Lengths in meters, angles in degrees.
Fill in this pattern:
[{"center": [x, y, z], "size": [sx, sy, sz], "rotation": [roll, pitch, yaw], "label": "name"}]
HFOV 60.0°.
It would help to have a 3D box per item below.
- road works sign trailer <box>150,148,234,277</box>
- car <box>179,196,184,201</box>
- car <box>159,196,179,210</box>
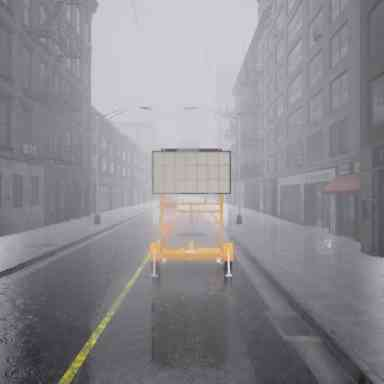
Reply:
[{"center": [-0.012, 0.467, 10.273], "size": [2.380, 3.560, 2.880], "rotation": [0, 0, 0], "label": "road works sign trailer"}, {"center": [-3.114, 1.701, 87.091], "size": [1.812, 1.442, 4.674], "rotation": [0, 0, 0], "label": "car"}, {"center": [-3.157, 1.404, 44.490], "size": [2.097, 1.767, 4.553], "rotation": [0, 0, 0], "label": "car"}]
